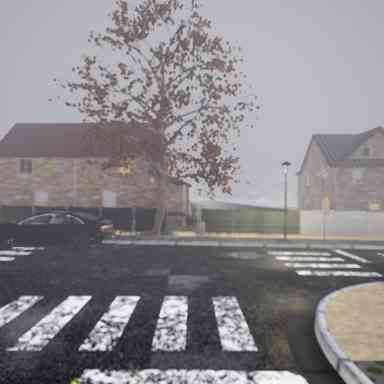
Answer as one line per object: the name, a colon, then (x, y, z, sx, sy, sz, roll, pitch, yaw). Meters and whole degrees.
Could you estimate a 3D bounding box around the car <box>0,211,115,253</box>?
car: (-5.580, 1.526, 13.356, 4.902, 1.511, 2.128, 1, -1, 0)
